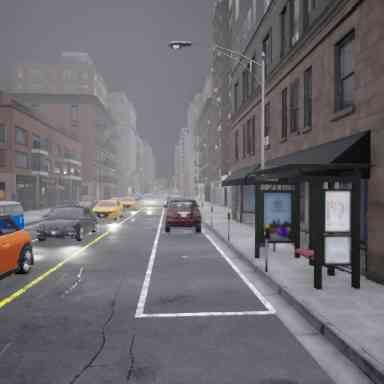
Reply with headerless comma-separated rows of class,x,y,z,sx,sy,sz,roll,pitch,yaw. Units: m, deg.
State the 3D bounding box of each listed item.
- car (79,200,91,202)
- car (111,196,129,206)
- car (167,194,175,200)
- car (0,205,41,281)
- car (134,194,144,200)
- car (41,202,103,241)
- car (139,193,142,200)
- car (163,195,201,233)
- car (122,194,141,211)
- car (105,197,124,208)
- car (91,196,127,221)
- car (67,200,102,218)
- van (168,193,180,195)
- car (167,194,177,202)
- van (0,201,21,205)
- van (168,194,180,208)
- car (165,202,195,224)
car,-9.058,1.478,24.136,1.947,1.339,4.313,0,0,-4
car,-10.981,1.380,51.098,2.008,1.369,4.403,0,0,-4
car,-5.668,1.292,89.420,2.008,1.369,4.403,0,0,-4
car,-5.320,1.324,7.208,2.097,1.767,4.553,0,0,-3
car,-13.290,1.281,83.453,2.008,1.369,4.403,0,0,-4
car,-5.935,1.449,16.273,1.837,1.490,4.892,0,0,-4
car,-12.521,1.345,72.668,1.802,1.307,4.206,0,0,-4
car,-0.582,1.270,19.323,2.192,1.841,5.009,0,0,-4
car,-7.510,1.353,39.259,1.882,1.535,5.008,0,0,-3
car,-10.584,1.372,45.537,1.752,1.417,4.829,0,0,-4
car,-6.648,1.392,26.403,1.882,1.535,5.008,0,0,-4
car,-9.442,1.440,29.528,1.887,1.381,4.507,0,0,-4
van,-1.755,1.247,35.499,1.690,1.788,3.998,0,0,-4
car,-4.102,1.247,67.852,1.967,1.590,4.097,0,0,-4
van,-8.287,1.285,13.350,1.690,1.788,3.998,0,0,-4
van,-2.538,1.214,46.284,1.690,1.788,3.998,0,0,-4
car,-0.974,1.490,24.716,2.008,1.369,4.403,0,0,-4
